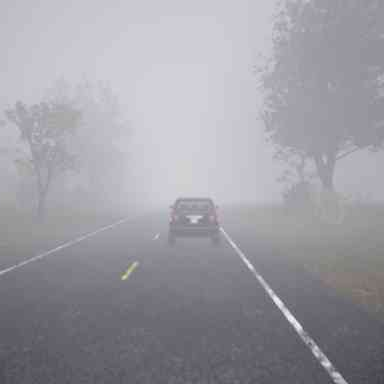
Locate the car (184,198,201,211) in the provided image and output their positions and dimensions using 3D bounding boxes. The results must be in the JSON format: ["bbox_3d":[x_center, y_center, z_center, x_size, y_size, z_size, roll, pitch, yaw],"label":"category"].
[{"bbox_3d":[0.090,1.523,40.606,1.994,1.385,4.181,0,0,0],"label":"car"}]

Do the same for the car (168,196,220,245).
[{"bbox_3d":[0.091,1.191,15.567,2.150,2.045,5.566,0,0,0],"label":"car"}]
